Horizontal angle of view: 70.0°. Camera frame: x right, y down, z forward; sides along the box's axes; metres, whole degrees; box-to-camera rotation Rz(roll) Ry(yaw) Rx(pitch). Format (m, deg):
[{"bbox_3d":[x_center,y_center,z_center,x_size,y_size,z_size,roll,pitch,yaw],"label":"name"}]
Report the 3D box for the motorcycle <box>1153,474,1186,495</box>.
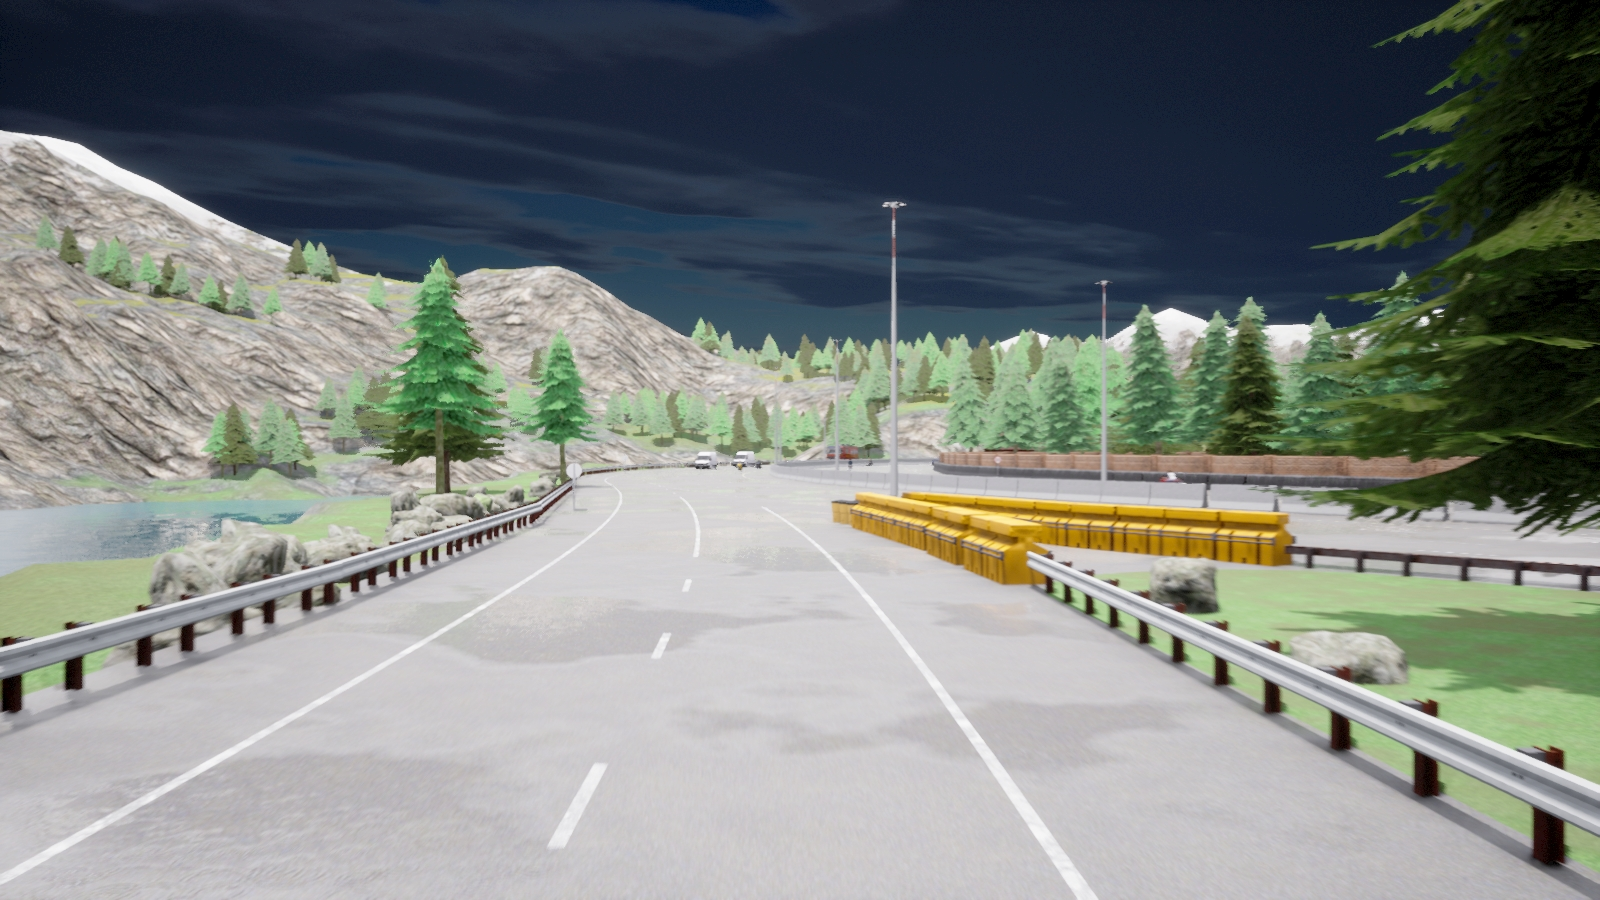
[{"bbox_3d":[23.359,2.166,72.208,0.803,1.217,2.033,2,-1,-25],"label":"motorcycle"}]
